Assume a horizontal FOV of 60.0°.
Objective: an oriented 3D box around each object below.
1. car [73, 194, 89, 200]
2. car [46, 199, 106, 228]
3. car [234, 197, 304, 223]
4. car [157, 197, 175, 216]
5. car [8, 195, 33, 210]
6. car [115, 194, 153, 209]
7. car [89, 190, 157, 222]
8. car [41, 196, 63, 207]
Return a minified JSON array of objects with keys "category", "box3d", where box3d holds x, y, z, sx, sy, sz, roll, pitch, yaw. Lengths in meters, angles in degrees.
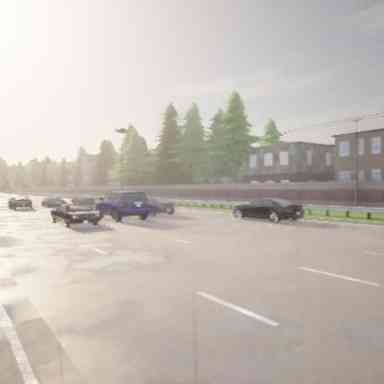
[{"category":"car","box3d":[-13.566,1.030,41.130,1.812,1.442,4.674,-1,1,-36]},{"category":"car","box3d":[-7.260,1.358,20.445,1.895,1.301,4.718,-1,1,-36]},{"category":"car","box3d":[4.824,1.098,21.640,1.882,1.535,5.008,-1,1,-36]},{"category":"car","box3d":[-3.106,1.148,26.646,1.812,1.442,4.674,-1,1,-36]},{"category":"car","box3d":[-18.769,1.119,36.376,2.128,1.511,4.902,-1,1,-36]},{"category":"car","box3d":[-6.617,1.039,37.482,2.033,1.411,5.357,-1,1,-36]},{"category":"car","box3d":[-4.969,0.914,23.239,2.150,2.045,5.566,-1,1,-36]},{"category":"car","box3d":[-16.193,1.129,38.789,1.994,1.385,4.181,-1,1,-36]}]
